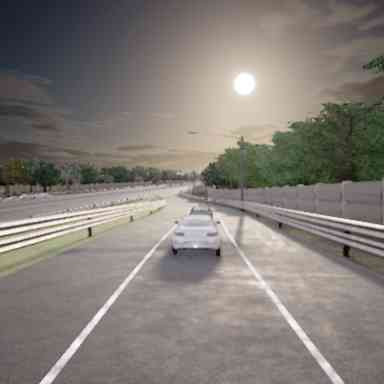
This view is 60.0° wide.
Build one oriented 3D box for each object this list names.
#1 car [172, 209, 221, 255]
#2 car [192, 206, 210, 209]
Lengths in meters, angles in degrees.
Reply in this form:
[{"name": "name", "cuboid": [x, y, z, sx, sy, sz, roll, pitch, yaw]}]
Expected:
[{"name": "car", "cuboid": [0.217, 1.642, 13.820, 1.812, 1.442, 4.674, 0, 0, 2]}, {"name": "car", "cuboid": [0.794, 1.836, 28.080, 1.895, 1.301, 4.718, 0, 0, 3]}]
